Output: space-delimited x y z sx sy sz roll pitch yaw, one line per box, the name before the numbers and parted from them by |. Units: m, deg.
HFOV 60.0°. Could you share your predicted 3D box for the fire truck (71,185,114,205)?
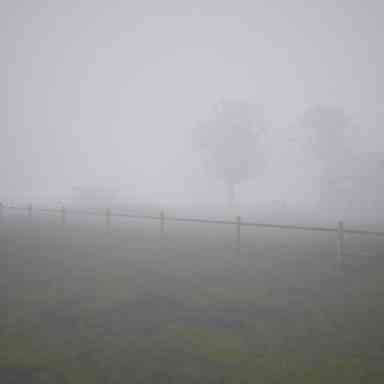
fire truck | -19.333 0.591 65.292 2.891 3.827 8.468 -1 -1 36
